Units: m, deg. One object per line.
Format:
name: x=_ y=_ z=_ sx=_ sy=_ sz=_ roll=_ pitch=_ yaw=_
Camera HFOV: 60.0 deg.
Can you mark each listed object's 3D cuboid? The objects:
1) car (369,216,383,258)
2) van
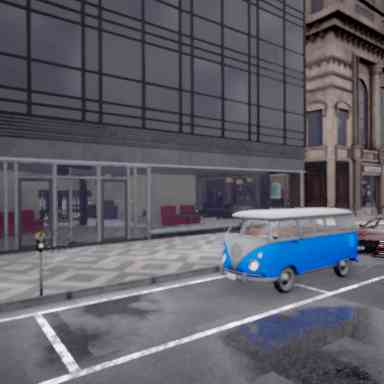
car: x=7.132 y=1.496 z=11.742 sx=4.507 sy=1.381 sz=1.887 roll=0 pitch=0 yaw=-36
van: x=2.570 y=1.314 z=8.488 sx=3.998 sy=1.788 sz=1.690 roll=0 pitch=0 yaw=-36
